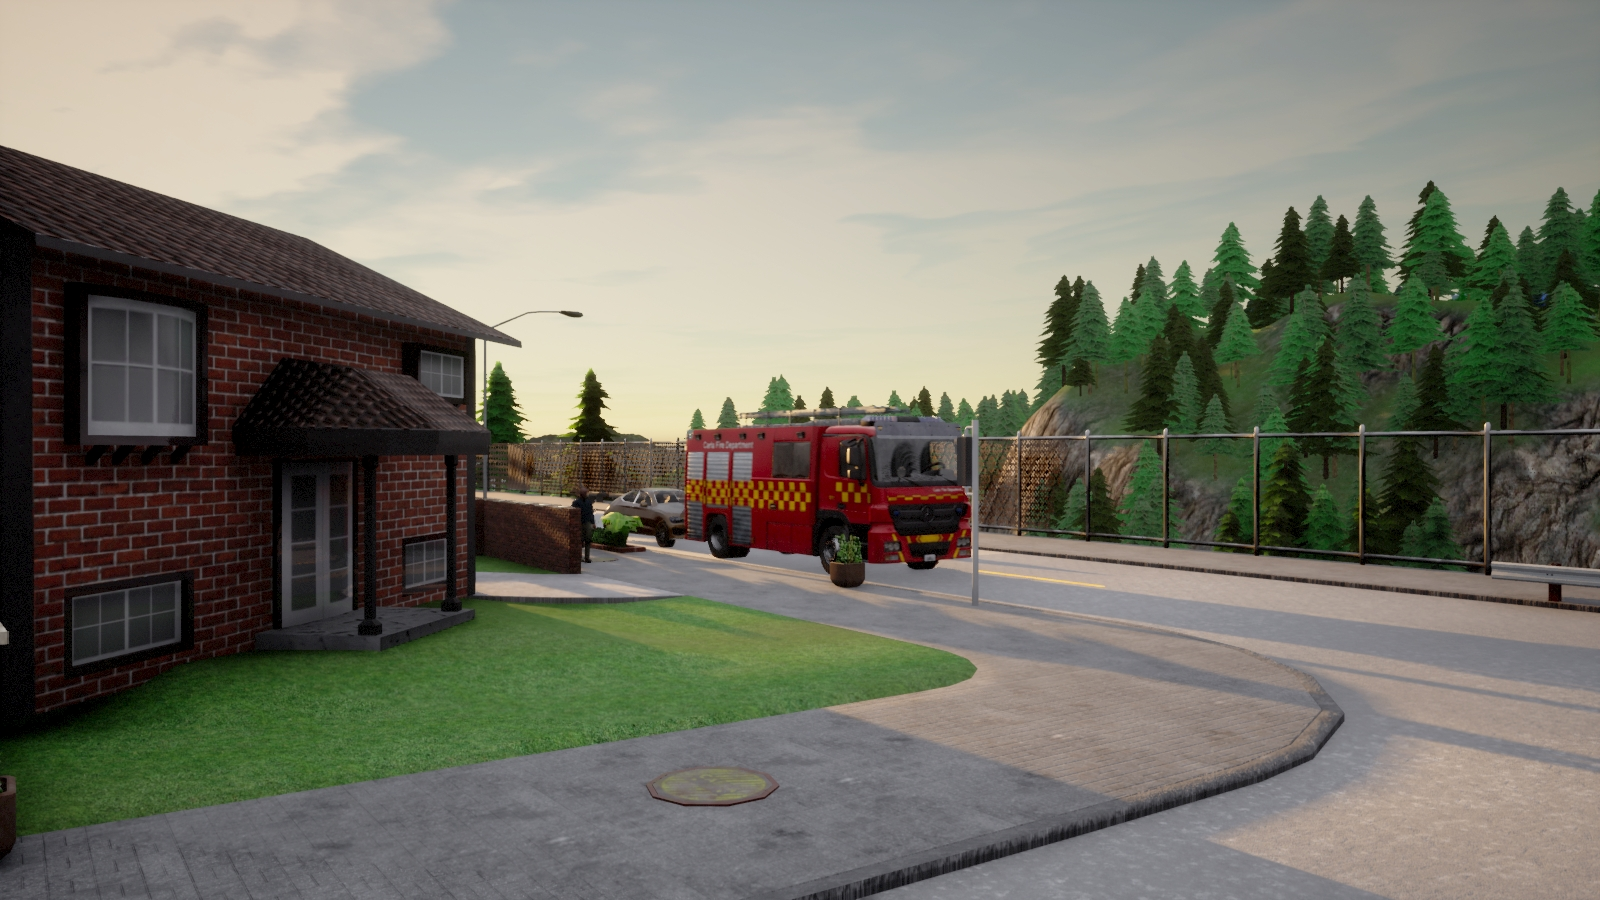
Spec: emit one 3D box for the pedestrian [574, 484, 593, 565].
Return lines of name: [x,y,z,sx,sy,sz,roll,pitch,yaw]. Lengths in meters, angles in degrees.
pedestrian: [-5.078,1.745,26.820,0.375,1.860,0.375,0,0,-23]

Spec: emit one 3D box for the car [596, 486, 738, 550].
car: [-4.125,1.992,34.731,2.152,1.651,5.027,0,0,-35]

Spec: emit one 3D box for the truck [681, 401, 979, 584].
truck: [0.394,0.891,28.264,2.891,3.827,8.468,0,0,-35]
